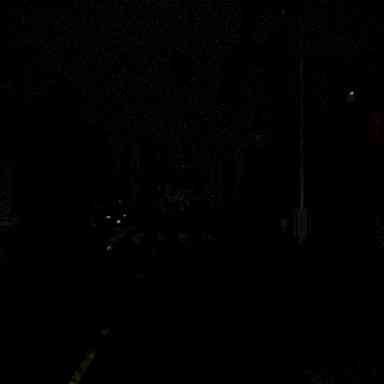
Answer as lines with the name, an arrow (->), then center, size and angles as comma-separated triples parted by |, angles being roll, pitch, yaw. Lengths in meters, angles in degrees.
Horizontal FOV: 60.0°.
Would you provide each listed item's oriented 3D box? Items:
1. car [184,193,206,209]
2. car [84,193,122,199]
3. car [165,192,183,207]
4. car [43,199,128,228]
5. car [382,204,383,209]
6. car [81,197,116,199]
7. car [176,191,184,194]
car -> 0.494, 1.066, 40.664 | 2.097, 1.767, 4.553 | 0, 0, -5
car -> -9.115, 1.143, 30.923 | 5.566, 2.045, 2.150 | -2, 0, -13
car -> -2.594, 1.157, 45.316 | 1.882, 1.535, 5.008 | 0, 1, 0
car -> -6.435, 1.304, 19.821 | 5.357, 1.411, 2.033 | -1, -1, 28
car -> 18.968, 1.196, 28.407 | 4.718, 1.301, 1.895 | -1, -1, -1
car -> -9.384, 1.381, 28.114 | 5.008, 1.535, 1.882 | 0, -1, 0
car -> -2.559, 1.045, 60.217 | 1.882, 1.535, 5.008 | 0, 0, 1
